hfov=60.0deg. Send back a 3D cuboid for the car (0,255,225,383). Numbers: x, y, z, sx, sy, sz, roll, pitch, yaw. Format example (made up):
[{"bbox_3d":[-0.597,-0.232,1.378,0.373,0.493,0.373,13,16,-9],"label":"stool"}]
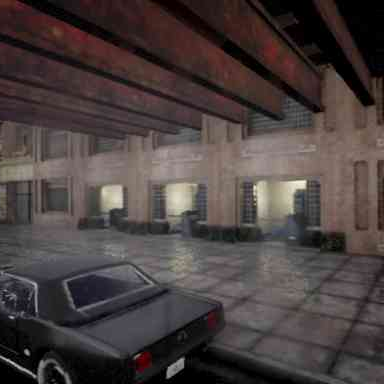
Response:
[{"bbox_3d":[-2.005,1.635,4.888,4.718,1.301,1.895,-1,0,35],"label":"car"}]
